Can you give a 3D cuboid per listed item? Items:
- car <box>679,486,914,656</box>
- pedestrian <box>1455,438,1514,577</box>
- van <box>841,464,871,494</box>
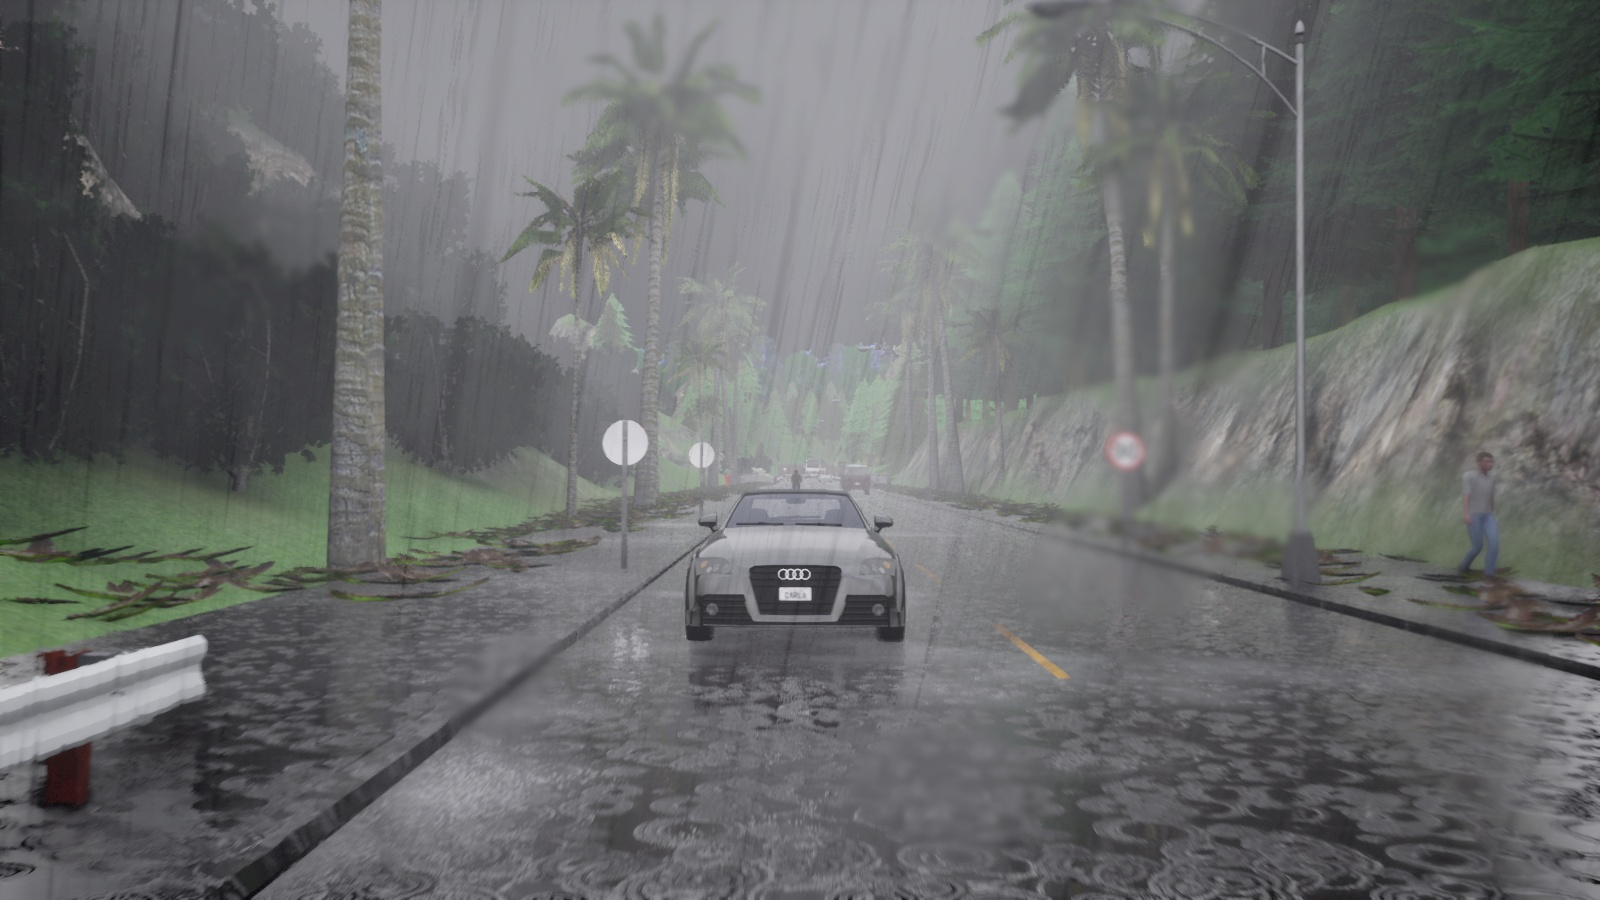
[{"bbox_3d":[-0.035,1.093,12.808,1.994,1.385,4.181,0,-1,0],"label":"car"},{"bbox_3d":[9.281,0.770,17.041,0.354,1.836,0.706,0,-1,-4],"label":"pedestrian"},{"bbox_3d":[3.754,1.968,84.726,1.775,1.987,4.442,0,-1,0],"label":"van"}]
